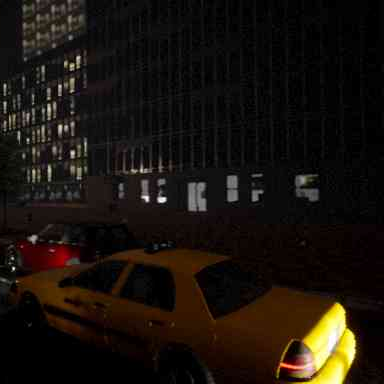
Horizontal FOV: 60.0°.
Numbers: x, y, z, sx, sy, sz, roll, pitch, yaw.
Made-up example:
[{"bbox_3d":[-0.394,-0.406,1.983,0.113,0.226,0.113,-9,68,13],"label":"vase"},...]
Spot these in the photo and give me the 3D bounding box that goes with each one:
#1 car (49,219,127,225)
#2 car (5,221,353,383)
[{"bbox_3d":[-3.206,1.453,8.871,4.097,1.590,1.967,0,-1,36],"label":"car"},{"bbox_3d":[-0.675,1.464,4.842,5.366,1.575,1.801,0,0,36],"label":"car"}]
